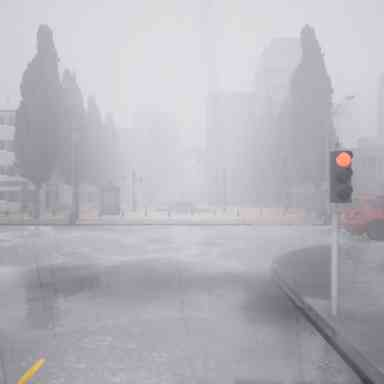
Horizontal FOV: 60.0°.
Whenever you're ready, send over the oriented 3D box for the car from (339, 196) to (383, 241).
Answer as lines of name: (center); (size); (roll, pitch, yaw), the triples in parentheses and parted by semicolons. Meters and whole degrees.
car: (9.984, 1.221, 16.175); (5.566, 2.045, 2.150); (0, 0, 0)
